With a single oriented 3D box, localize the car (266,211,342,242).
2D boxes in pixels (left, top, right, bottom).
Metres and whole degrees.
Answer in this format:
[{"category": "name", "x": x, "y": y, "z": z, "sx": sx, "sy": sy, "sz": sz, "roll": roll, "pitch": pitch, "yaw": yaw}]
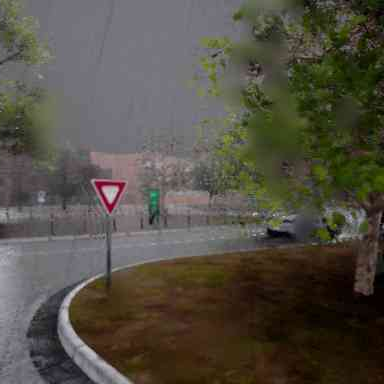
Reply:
[{"category": "car", "x": 5.823, "y": 1.703, "z": 17.216, "sx": 4.181, "sy": 1.385, "sz": 1.994, "roll": 0, "pitch": 0, "yaw": -33}]
